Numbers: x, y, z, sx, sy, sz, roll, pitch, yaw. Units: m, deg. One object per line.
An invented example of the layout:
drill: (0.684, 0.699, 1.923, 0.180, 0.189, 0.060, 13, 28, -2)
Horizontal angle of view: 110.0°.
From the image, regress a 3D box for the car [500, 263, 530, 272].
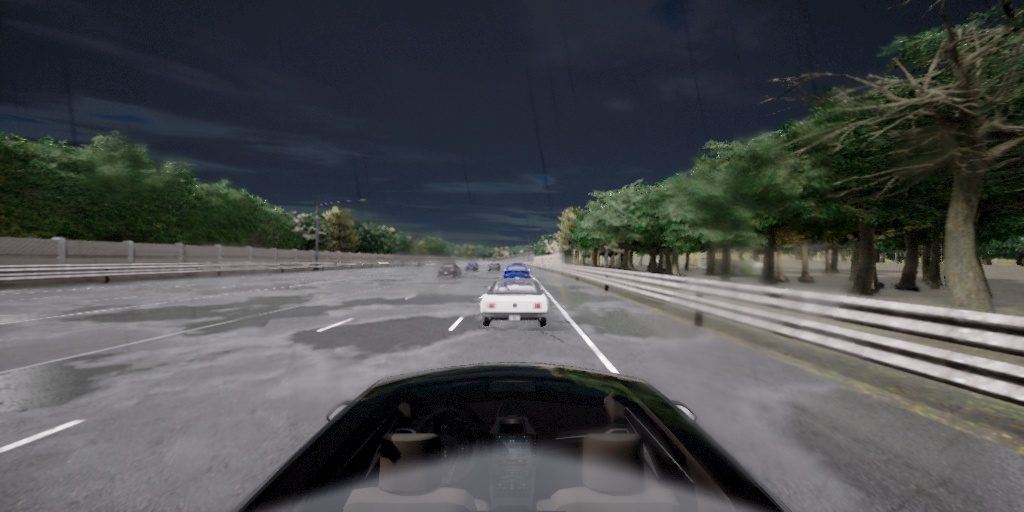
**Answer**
car: (0.355, 1.375, 26.777, 1.882, 1.535, 5.008, 0, -1, 1)

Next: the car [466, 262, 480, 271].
car: (-6.374, 1.744, 58.668, 1.812, 1.442, 4.674, 0, -1, 0)

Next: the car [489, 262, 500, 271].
car: (-2.884, 1.752, 60.305, 2.128, 1.511, 4.902, 0, -1, 0)

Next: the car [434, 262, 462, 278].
car: (-6.419, 1.491, 37.266, 1.812, 1.442, 4.674, 0, -1, 1)

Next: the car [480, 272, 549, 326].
car: (0.110, 1.381, 11.848, 1.895, 1.301, 4.718, 0, 0, 1)
